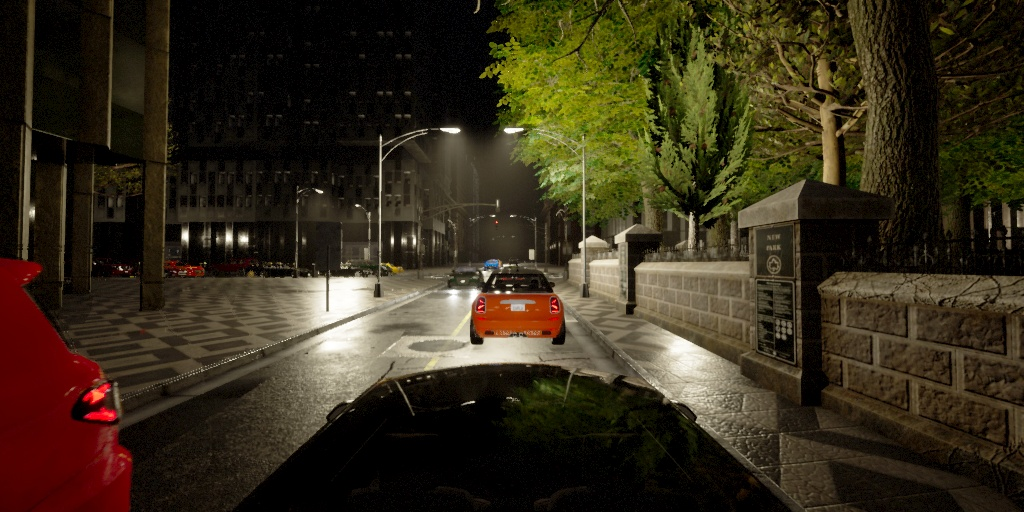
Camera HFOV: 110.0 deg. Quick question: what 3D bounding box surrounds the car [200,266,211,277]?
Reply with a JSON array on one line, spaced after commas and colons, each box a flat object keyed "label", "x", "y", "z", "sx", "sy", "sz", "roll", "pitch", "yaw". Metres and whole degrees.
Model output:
[{"label": "car", "x": -32.331, "y": 1.275, "z": 34.317, "sx": 5.008, "sy": 1.535, "sz": 1.882, "roll": 0, "pitch": -1, "yaw": 0}]

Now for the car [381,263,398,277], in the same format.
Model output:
[{"label": "car", "x": -13.742, "y": 1.124, "z": 34.125, "sx": 4.553, "sy": 1.767, "sz": 2.097, "roll": 0, "pitch": -1, "yaw": 0}]

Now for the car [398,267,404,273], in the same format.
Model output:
[{"label": "car", "x": -14.605, "y": 1.425, "z": 39.977, "sx": 4.829, "sy": 1.417, "sz": 1.751, "roll": 0, "pitch": 0, "yaw": 1}]

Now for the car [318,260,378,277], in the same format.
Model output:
[{"label": "car", "x": -14.511, "y": 1.266, "z": 31.453, "sx": 4.403, "sy": 1.370, "sz": 2.007, "roll": 0, "pitch": 0, "yaw": 1}]

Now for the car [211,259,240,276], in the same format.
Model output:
[{"label": "car", "x": -30.972, "y": 1.236, "z": 40.139, "sx": 5.009, "sy": 1.841, "sz": 2.192, "roll": 0, "pitch": 0, "yaw": 1}]

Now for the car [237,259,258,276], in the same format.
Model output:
[{"label": "car", "x": -22.826, "y": 1.289, "z": 34.214, "sx": 4.892, "sy": 1.490, "sz": 1.837, "roll": 0, "pitch": -1, "yaw": 1}]

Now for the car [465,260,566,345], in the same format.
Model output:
[{"label": "car", "x": 0.128, "y": 1.107, "z": 9.678, "sx": 2.097, "sy": 1.767, "sz": 4.553, "roll": 0, "pitch": 0, "yaw": 0}]

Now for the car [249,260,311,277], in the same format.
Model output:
[{"label": "car", "x": -20.024, "y": 1.289, "z": 31.507, "sx": 4.313, "sy": 1.339, "sz": 1.948, "roll": 0, "pitch": 0, "yaw": 1}]

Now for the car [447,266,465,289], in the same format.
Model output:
[{"label": "car", "x": -2.912, "y": 1.335, "z": 23.235, "sx": 1.994, "sy": 1.385, "sz": 4.181, "roll": 0, "pitch": 0, "yaw": 0}]
